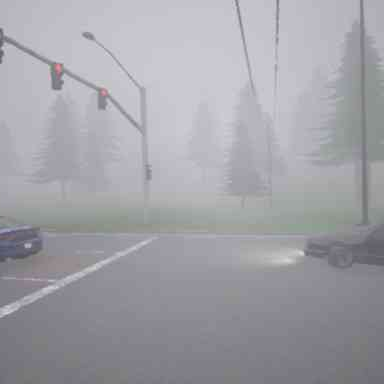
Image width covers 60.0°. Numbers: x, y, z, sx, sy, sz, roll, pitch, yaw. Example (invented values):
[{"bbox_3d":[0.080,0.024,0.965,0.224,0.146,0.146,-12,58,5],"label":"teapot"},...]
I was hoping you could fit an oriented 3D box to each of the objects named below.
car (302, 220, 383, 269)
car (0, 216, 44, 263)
[{"bbox_3d":[5.663,1.262,8.324,5.357,1.411,2.033,-1,1,36],"label":"car"},{"bbox_3d":[-7.174,1.473,10.588,5.008,1.535,1.882,-1,1,18],"label":"car"}]
